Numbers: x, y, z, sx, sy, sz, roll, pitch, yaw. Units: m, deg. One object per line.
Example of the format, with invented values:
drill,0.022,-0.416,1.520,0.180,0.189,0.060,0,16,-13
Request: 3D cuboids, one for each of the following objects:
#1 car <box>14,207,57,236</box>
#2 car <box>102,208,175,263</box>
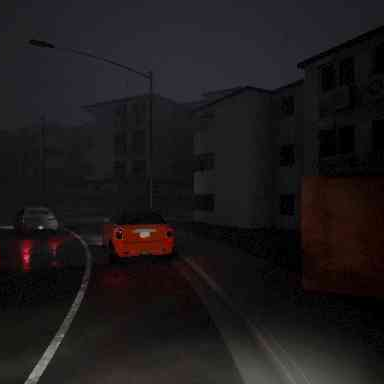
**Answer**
car,-8.716,1.533,18.462,1.812,1.442,4.674,0,0,-32
car,-2.158,1.352,12.387,2.097,1.767,4.553,0,0,-19
